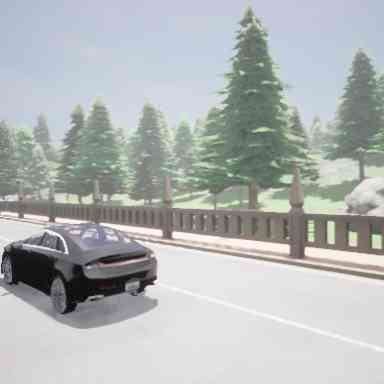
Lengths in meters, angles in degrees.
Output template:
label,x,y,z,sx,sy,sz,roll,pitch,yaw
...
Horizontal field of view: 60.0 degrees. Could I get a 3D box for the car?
label,x,y,z,sx,sy,sz,roll,pitch,yaw
car,-2.805,1.498,7.707,4.902,1.511,2.128,0,0,45
